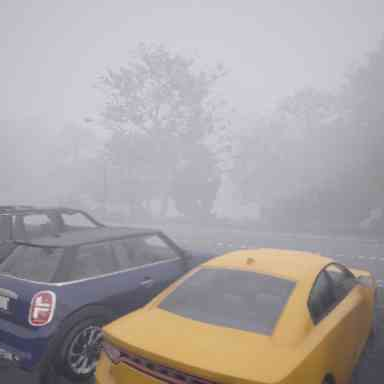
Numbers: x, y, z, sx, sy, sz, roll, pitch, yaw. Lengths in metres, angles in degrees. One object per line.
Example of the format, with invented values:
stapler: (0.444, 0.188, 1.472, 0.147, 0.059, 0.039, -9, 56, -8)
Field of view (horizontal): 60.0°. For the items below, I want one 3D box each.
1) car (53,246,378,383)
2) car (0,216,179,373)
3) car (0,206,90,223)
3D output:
car: (1.122, 1.495, 4.336, 2.097, 1.535, 5.008, -1, -1, 35)
car: (-1.156, 1.405, 5.926, 2.185, 1.767, 4.553, -1, -1, 35)
car: (-3.382, 1.318, 7.582, 2.435, 2.045, 5.566, -1, -1, 35)
